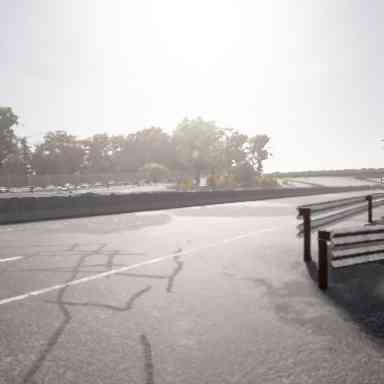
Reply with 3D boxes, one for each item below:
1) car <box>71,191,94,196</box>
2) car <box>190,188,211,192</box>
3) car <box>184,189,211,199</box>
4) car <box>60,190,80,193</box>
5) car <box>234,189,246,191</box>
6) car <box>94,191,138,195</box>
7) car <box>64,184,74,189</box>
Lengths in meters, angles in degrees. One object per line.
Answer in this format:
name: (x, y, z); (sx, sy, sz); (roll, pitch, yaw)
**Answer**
car: (-9.870, 0.854, 35.165); (1.895, 1.301, 4.718); (0, 1, 37)
car: (1.228, 0.227, 50.053); (2.097, 1.767, 4.553); (0, 1, 37)
car: (0.954, 0.271, 55.483); (1.882, 1.535, 5.008); (0, 1, 37)
car: (-12.438, 0.752, 37.573); (1.837, 1.490, 4.892); (0, 1, 37)
car: (7.486, 0.266, 52.542); (1.837, 1.490, 4.892); (0, 1, 37)
car: (-6.857, 0.722, 33.349); (1.882, 1.535, 5.008); (0, 1, 37)
car: (-22.798, -0.663, 62.023); (1.812, 1.442, 4.674); (-1, 3, 16)
